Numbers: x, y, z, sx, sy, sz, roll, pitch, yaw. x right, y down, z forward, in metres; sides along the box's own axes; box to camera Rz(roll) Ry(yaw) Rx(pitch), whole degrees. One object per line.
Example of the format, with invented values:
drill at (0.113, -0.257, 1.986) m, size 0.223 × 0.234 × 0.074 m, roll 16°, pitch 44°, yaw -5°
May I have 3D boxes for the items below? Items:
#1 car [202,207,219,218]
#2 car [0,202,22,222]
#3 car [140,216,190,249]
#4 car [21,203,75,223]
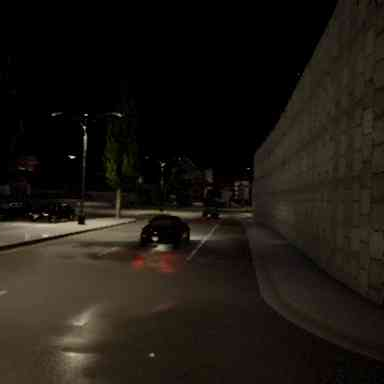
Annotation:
car at (2.477, 2.644, 43.059) m, size 1.895 × 1.301 × 4.718 m, roll 2°, pitch -1°, yaw 9°
car at (-15.102, 1.540, 27.041) m, size 2.128 × 1.511 × 4.902 m, roll 2°, pitch -1°, yaw 9°
car at (-1.280, 1.929, 16.942) m, size 1.812 × 1.442 × 4.674 m, roll 2°, pitch -1°, yaw 9°
car at (-11.486, 1.708, 27.581) m, size 1.837 × 1.490 × 4.892 m, roll 2°, pitch -2°, yaw 9°
